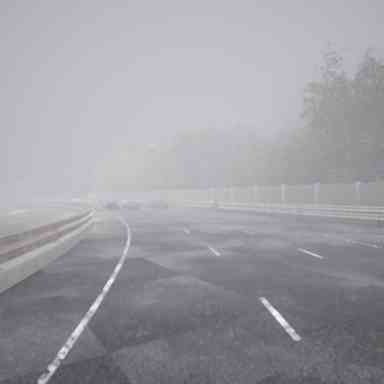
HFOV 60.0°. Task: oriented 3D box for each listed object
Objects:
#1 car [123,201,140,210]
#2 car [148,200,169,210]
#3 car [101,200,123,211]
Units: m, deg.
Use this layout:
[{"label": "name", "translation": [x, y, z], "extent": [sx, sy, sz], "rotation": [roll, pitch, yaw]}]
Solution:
[{"label": "car", "translation": [-9.424, 2.074, 51.123], "extent": [1.994, 1.385, 4.181], "rotation": [0, -1, -28]}, {"label": "car", "translation": [-5.136, 1.968, 50.502], "extent": [2.128, 1.511, 4.902], "rotation": [0, -1, -26]}, {"label": "car", "translation": [-12.058, 2.011, 48.691], "extent": [1.837, 1.490, 4.892], "rotation": [1, -1, -27]}]
